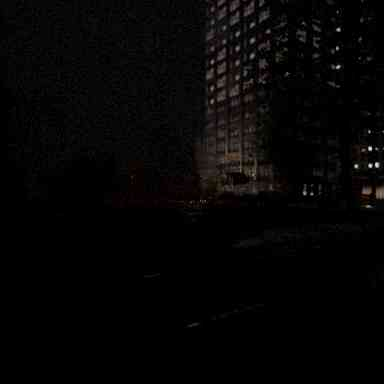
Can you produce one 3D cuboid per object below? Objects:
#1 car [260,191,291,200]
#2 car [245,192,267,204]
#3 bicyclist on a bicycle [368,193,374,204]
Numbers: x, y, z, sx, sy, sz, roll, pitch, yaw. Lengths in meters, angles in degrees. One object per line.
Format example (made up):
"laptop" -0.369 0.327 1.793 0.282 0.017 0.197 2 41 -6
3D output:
"car" 12.537 0.843 51.023 2.150 2.045 5.566 0 0 -34
"car" 8.942 1.161 50.554 1.994 1.385 4.181 0 0 -34
"bicyclist on a bicycle" 26.630 1.009 49.471 1.656 1.620 0.582 0 0 -34
